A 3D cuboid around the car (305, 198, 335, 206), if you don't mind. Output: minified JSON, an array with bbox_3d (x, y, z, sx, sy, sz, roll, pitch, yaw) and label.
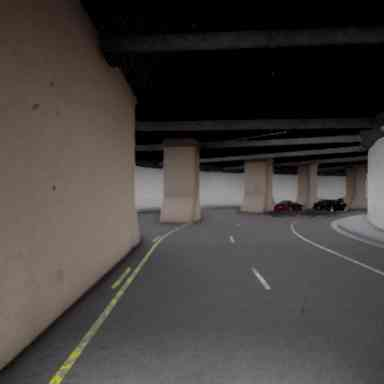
[{"bbox_3d":[21.739,1.734,56.644,4.718,1.301,1.895,0,0,-21],"label":"car"}]

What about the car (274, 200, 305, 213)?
[{"bbox_3d":[11.251,1.646,38.289,4.181,1.385,1.994,0,0,-44],"label":"car"}]

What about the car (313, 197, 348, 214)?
[{"bbox_3d":[15.663,1.568,37.523,5.008,1.535,1.882,0,-1,-39],"label":"car"}]

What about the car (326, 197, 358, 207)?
[{"bbox_3d":[24.280,1.639,53.903,4.892,1.490,1.837,0,0,-21],"label":"car"}]
